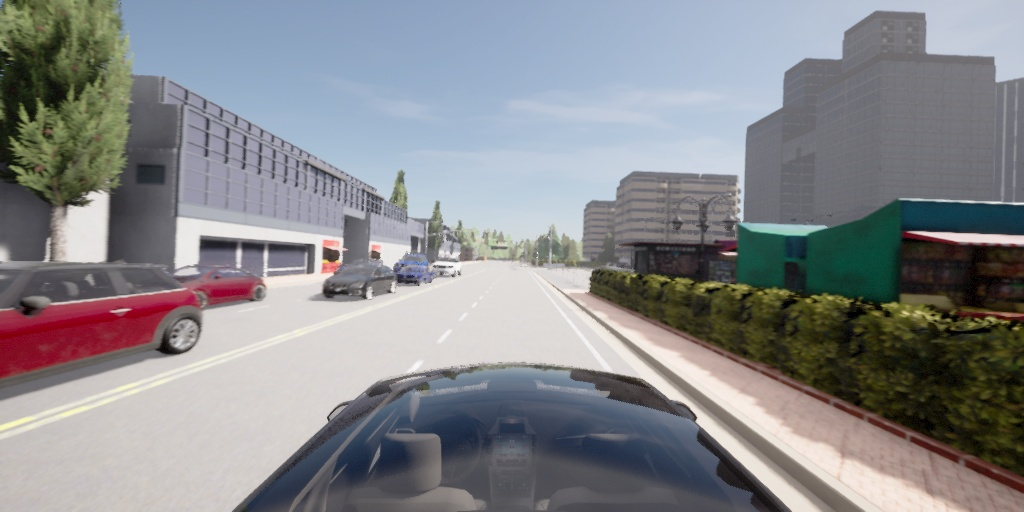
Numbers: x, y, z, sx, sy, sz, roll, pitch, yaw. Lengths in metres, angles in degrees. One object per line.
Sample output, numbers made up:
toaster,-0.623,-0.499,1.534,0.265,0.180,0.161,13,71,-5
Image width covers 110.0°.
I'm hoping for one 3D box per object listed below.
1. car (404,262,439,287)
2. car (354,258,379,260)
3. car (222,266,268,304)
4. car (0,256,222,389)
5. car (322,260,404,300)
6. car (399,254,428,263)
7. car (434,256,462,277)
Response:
car,-6.631,1.335,24.380,1.895,1.301,4.718,2,0,1
car,-10.118,0.958,24.504,2.097,1.767,4.553,2,0,1
car,-10.438,1.007,12.112,1.994,1.385,4.181,2,0,1
car,-7.055,0.866,5.020,2.097,1.767,4.553,2,0,1
car,-6.856,1.119,16.667,1.837,1.490,4.892,2,-1,1
car,-9.920,0.874,35.913,2.150,2.045,5.566,2,-1,1
car,-6.420,1.003,35.953,2.150,2.045,5.566,2,-1,1
